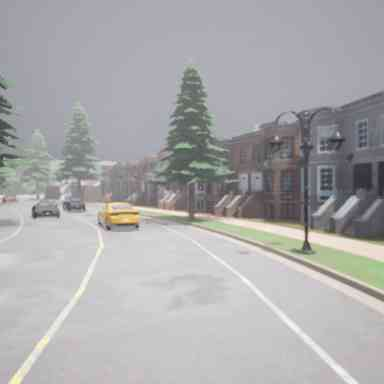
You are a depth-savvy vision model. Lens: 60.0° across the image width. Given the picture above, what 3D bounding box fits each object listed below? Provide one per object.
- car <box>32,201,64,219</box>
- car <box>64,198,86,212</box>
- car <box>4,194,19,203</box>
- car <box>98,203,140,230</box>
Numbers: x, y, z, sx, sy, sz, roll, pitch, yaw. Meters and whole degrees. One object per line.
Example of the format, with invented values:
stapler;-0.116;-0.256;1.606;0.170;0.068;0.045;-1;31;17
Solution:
car;-12.207;1.478;27.745;1.994;1.385;4.181;0;0;-28
car;-13.223;1.363;37.208;2.128;1.511;4.902;0;0;-30
car;-34.133;1.167;62.767;2.097;1.767;4.553;0;0;-36
car;-4.640;1.396;20.671;1.882;1.535;5.008;0;0;-24
